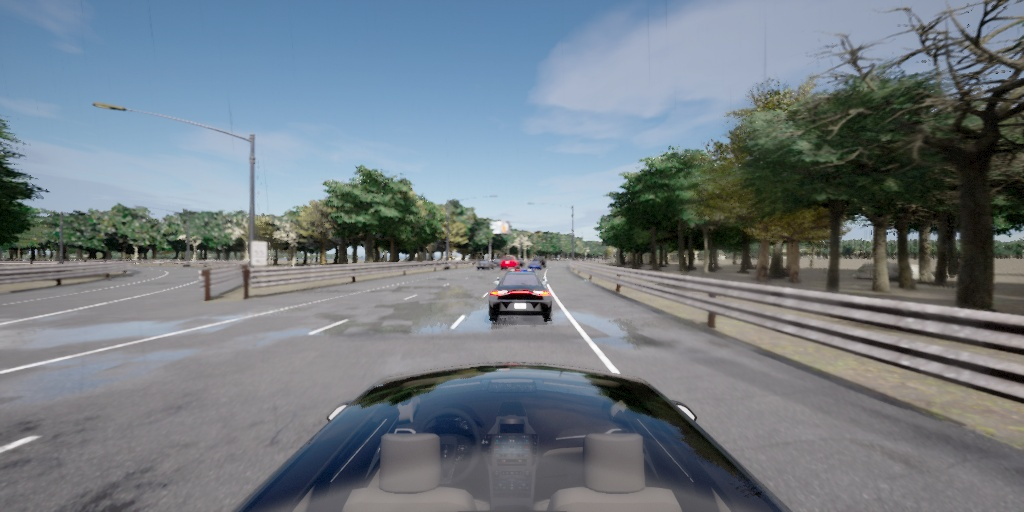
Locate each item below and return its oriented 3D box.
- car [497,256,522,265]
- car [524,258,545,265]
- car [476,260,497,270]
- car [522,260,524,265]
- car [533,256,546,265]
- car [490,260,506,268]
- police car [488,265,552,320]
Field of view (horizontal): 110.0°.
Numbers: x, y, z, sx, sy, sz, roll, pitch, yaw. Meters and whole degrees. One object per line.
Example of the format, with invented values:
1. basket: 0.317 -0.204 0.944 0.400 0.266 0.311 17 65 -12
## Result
1. car: -0.295 1.012 51.624 2.150 2.045 5.566 0 0 8
2. car: 3.340 1.361 52.441 1.994 1.385 4.181 0 0 8
3. car: -3.777 1.335 51.983 2.033 1.411 5.357 0 0 8
4. car: 1.179 1.303 62.134 1.882 1.535 5.008 0 0 9
5. car: 4.709 1.048 62.059 2.150 2.045 5.566 0 0 9
6. car: -2.347 1.347 62.240 1.812 1.442 4.674 0 0 9
7. police car: 0.315 1.256 12.696 2.038 1.542 4.974 0 0 2
